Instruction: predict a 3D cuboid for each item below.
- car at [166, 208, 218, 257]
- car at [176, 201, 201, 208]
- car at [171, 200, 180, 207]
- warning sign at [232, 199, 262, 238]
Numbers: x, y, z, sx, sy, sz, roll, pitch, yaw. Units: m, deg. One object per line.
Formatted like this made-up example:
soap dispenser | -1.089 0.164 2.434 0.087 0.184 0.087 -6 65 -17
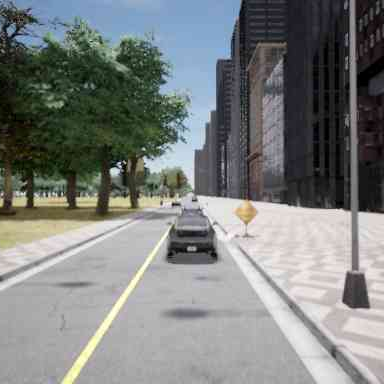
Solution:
car | 0.015 1.647 13.495 1.837 1.490 4.892 0 0 0
car | 0.012 1.789 28.503 2.128 1.511 4.902 0 0 0
car | -3.033 2.283 64.588 1.895 1.301 4.718 0 -1 1
warning sign | 2.703 1.287 16.579 1.300 1.860 1.060 -1 -1 0
